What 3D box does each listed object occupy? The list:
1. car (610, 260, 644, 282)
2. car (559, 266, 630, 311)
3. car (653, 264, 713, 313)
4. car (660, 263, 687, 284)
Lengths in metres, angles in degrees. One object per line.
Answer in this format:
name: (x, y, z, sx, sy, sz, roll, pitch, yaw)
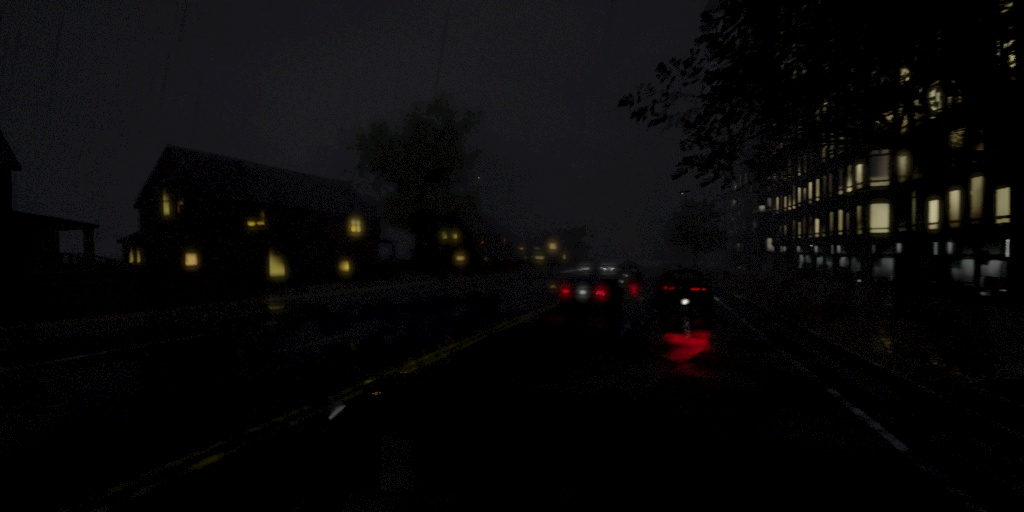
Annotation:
car: (9.669, 1.293, 29.469, 2.128, 1.511, 4.902, 0, 0, 23)
car: (3.438, 1.317, 14.741, 2.033, 1.411, 5.357, 0, 0, 23)
car: (6.825, 1.275, 14.385, 1.837, 1.490, 4.892, 0, 0, 23)
car: (12.818, 1.324, 28.564, 1.812, 1.442, 4.674, 0, 0, 23)
